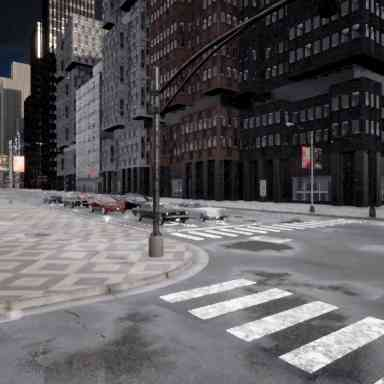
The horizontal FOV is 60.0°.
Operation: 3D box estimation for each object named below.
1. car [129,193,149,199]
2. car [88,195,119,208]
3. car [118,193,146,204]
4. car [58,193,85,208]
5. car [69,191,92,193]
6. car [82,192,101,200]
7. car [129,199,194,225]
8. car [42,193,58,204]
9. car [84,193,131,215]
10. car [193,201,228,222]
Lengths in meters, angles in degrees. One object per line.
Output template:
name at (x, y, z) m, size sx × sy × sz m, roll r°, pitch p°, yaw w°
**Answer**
car at (-5.043, 1.096, 31.714) m, size 1.882 × 1.535 × 5.008 m, roll 0°, pitch 1°, yaw -36°
car at (-10.533, 1.084, 39.352) m, size 1.895 × 1.301 × 4.718 m, roll 0°, pitch 1°, yaw -36°
car at (-8.825, 0.870, 48.442) m, size 2.128 × 1.511 × 4.902 m, roll 0°, pitch 1°, yaw -36°
car at (-13.114, 1.089, 37.377) m, size 1.895 × 1.301 × 4.718 m, roll 0°, pitch 1°, yaw -36°
car at (-16.491, 0.682, 47.691) m, size 2.097 × 1.767 × 4.553 m, roll 0°, pitch 1°, yaw -36°
car at (-18.976, 0.715, 62.551) m, size 1.895 × 1.301 × 4.718 m, roll 0°, pitch 1°, yaw -36°
car at (-2.156, 1.356, 22.133) m, size 1.895 × 1.301 × 4.718 m, roll 0°, pitch 1°, yaw -36°
car at (-19.336, 0.877, 46.087) m, size 2.033 × 1.411 × 5.357 m, roll 0°, pitch 1°, yaw -35°
car at (-7.638, 1.101, 29.753) m, size 1.882 × 1.535 × 5.008 m, roll 0°, pitch 1°, yaw -36°
car at (0.441, 1.351, 24.089) m, size 1.895 × 1.301 × 4.718 m, roll 0°, pitch 1°, yaw -36°
